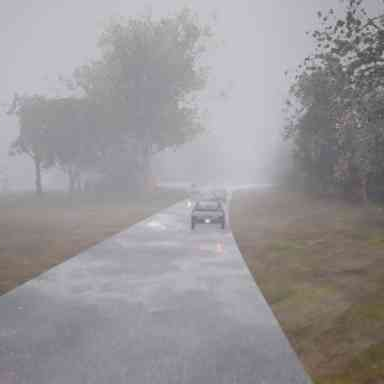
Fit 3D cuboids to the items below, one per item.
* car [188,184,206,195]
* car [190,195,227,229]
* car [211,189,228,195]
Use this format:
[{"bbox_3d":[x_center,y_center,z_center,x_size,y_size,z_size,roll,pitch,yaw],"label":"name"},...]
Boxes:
[{"bbox_3d":[0.689,-0.327,41.865,2.097,1.767,4.553,1,3,8],"label":"car"},{"bbox_3d":[0.967,1.176,19.239,2.128,1.511,4.902,0,2,4],"label":"car"},{"bbox_3d":[3.144,0.338,38.762,2.033,1.411,5.357,1,3,8],"label":"car"}]
